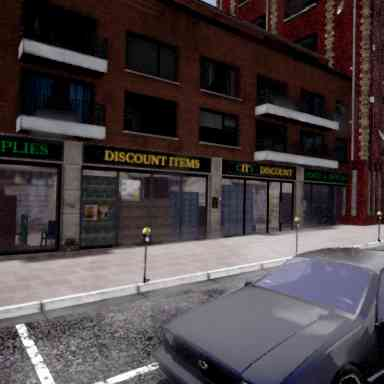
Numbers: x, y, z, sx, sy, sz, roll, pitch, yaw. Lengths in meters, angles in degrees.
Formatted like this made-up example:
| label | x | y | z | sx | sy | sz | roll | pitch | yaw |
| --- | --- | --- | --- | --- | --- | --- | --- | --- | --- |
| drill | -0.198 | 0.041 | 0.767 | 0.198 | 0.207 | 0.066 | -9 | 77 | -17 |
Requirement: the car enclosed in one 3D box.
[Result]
| label | x | y | z | sx | sy | sz | roll | pitch | yaw |
| --- | --- | --- | --- | --- | --- | --- | --- | --- | --- |
| car | 2.204 | 1.551 | 4.648 | 5.357 | 1.411 | 2.033 | 0 | 0 | -36 |
